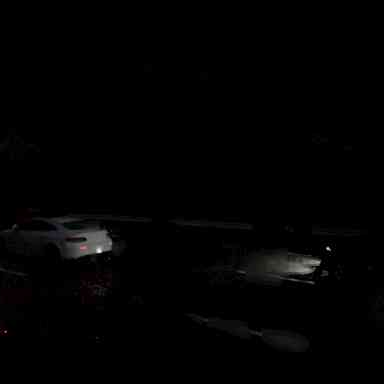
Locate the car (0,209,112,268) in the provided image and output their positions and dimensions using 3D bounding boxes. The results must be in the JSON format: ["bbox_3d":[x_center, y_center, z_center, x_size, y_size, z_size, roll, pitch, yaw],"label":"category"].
[{"bbox_3d":[-4.720,1.510,11.198,4.674,1.442,1.812,0,0,33],"label":"car"}]

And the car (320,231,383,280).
[{"bbox_3d":[5.555,1.550,8.517,4.181,1.385,1.994,0,0,35],"label":"car"}]

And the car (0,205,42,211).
[{"bbox_3d":[-9.593,1.453,18.258,5.008,1.535,1.882,0,0,30],"label":"car"}]

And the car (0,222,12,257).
[{"bbox_3d":[-6.781,1.515,8.364,4.674,1.442,1.812,0,0,33],"label":"car"}]
